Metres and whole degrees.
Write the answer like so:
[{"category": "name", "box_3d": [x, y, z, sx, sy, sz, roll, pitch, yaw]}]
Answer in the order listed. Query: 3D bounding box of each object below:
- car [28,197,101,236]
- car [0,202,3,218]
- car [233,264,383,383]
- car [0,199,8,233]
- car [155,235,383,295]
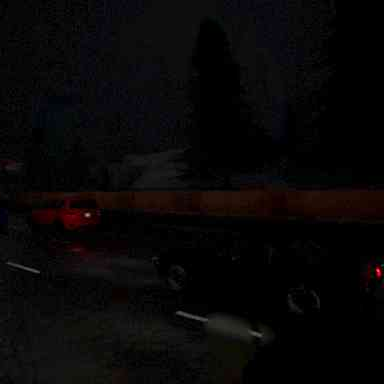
[{"category": "car", "box_3d": [-7.494, 1.325, 19.401, 5.566, 2.045, 2.150, 0, 0, 43]}, {"category": "car", "box_3d": [-20.376, 1.741, 32.936, 2.033, 1.411, 5.357, 0, 0, -40]}, {"category": "car", "box_3d": [2.663, 1.604, 2.150, 4.718, 1.301, 1.895, 0, 0, 35]}, {"category": "car", "box_3d": [-12.630, 1.337, 19.456, 5.566, 2.045, 2.150, 0, 0, 44]}, {"category": "car", "box_3d": [1.434, 1.630, 7.393, 4.718, 1.301, 1.895, 0, 0, 37]}]
